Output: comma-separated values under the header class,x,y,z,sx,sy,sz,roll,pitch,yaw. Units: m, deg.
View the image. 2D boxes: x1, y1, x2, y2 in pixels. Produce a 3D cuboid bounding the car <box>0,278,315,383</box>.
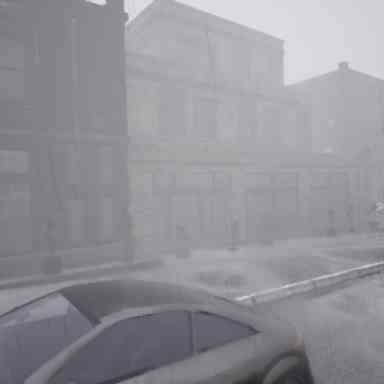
class,x,y,z,sx,sy,sz,roll,pitch,yaw
car,-0.868,1.563,2.821,4.181,1.385,1.994,0,0,-35
